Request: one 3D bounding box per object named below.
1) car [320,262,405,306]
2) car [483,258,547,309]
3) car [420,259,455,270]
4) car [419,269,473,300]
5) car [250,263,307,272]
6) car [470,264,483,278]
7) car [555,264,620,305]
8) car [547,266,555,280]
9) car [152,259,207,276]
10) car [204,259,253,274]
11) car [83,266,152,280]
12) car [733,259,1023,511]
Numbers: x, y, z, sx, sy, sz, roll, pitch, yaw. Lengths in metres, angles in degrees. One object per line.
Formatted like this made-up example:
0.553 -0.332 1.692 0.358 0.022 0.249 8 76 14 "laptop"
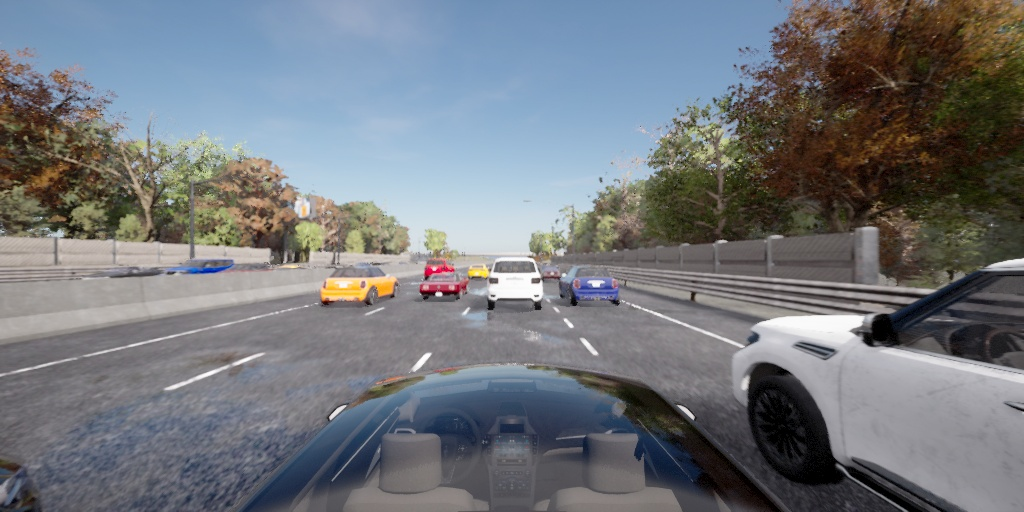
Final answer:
-6.896 1.251 16.791 2.097 1.767 4.553 0 -1 0 "car"
0.104 1.110 15.855 2.150 2.045 5.566 0 -1 0 "car"
-6.892 1.299 34.565 2.150 2.045 5.566 0 -1 0 "car"
-3.392 1.521 18.916 1.895 1.301 4.718 0 -1 0 "car"
-17.588 1.491 28.117 1.882 1.535 5.008 0 -1 0 "car"
-3.390 1.578 36.928 1.882 1.535 5.008 0 -1 0 "car"
3.504 1.249 17.042 2.097 1.767 4.553 0 -1 0 "car"
3.509 1.612 33.726 2.033 1.411 5.357 0 -1 0 "car"
-24.589 1.241 28.529 2.150 2.045 5.566 0 -1 0 "car"
-21.089 1.368 28.289 2.097 1.767 4.553 0 -1 0 "car"
-28.090 1.488 26.229 2.128 1.511 4.902 0 -1 0 "car"
3.505 0.931 1.543 2.150 2.045 5.566 0 -1 0 "car"
